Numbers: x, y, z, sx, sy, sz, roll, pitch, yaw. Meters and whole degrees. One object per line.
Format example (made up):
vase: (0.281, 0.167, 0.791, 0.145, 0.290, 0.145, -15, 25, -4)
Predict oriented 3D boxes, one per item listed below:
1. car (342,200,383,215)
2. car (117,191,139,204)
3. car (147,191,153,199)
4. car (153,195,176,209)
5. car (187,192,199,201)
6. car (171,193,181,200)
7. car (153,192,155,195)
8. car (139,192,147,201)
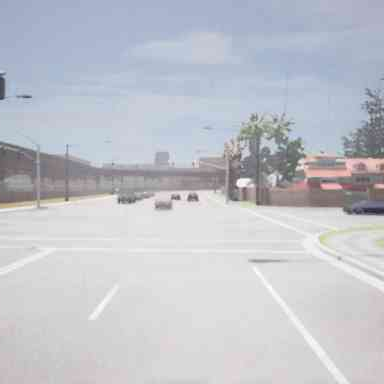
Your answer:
car: (16.151, 1.414, 30.607, 4.181, 1.385, 1.994, 0, 0, -1)
car: (-10.503, 0.817, 53.681, 2.150, 2.045, 5.566, 0, 1, 1)
car: (-10.429, 0.771, 73.522, 1.994, 1.385, 4.181, 0, 1, 0)
car: (-3.363, 1.367, 40.267, 1.895, 1.301, 4.718, 0, 0, 0)
car: (0.162, 0.777, 63.813, 2.097, 1.767, 4.553, 0, 1, 0)
car: (-3.334, 0.900, 68.147, 1.994, 1.385, 4.181, 0, 1, 0)
car: (-10.419, 0.483, 83.852, 1.812, 1.442, 4.674, 0, 1, 0)
car: (-10.439, 0.971, 63.804, 2.033, 1.411, 5.357, 0, 1, 0)
